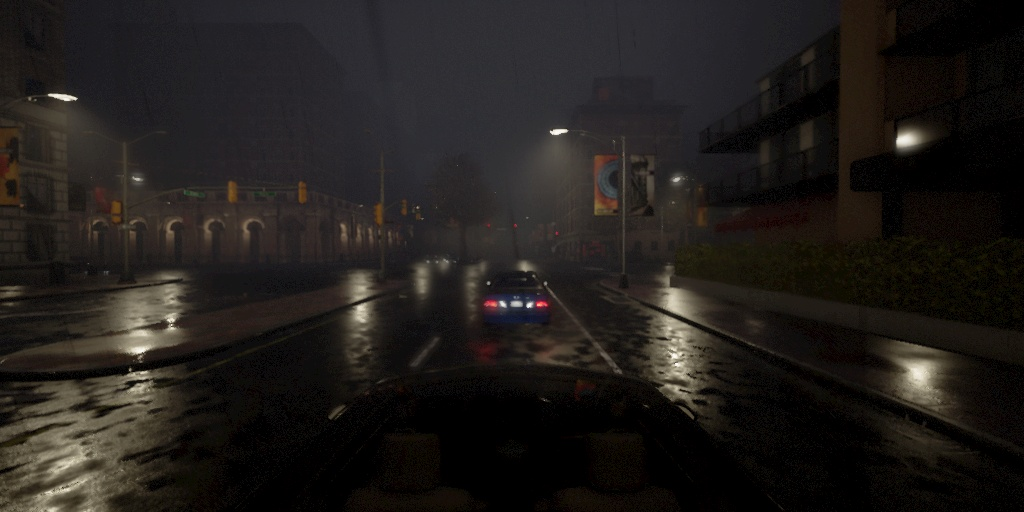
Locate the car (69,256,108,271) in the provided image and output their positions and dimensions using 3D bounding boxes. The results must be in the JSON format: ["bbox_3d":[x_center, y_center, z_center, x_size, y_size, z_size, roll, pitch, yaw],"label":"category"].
[{"bbox_3d":[-42.294,0.698,34.847,4.674,1.442,1.812,0,1,1],"label":"car"}]

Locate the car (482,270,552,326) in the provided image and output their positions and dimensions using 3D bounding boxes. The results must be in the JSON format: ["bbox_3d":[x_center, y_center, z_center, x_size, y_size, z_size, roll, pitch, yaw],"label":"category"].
[{"bbox_3d":[0.151,1.139,10.971,2.033,1.411,5.357,0,1,1],"label":"car"}]
